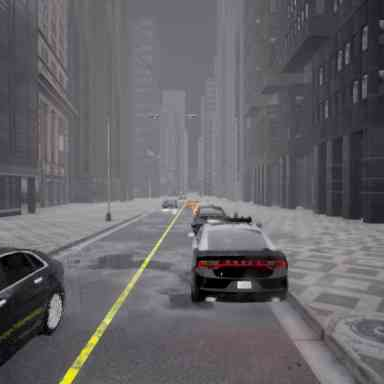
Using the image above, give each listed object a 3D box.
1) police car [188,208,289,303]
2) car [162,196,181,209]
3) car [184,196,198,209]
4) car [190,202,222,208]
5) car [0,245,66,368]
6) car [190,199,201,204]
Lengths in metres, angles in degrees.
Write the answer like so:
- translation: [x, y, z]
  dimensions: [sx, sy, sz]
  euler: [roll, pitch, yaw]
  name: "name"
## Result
- translation: [0.927, 1.425, 8.411]
  dimensions: [1.930, 1.638, 5.238]
  euler: [0, 0, 0]
  name: "police car"
- translation: [-2.938, 1.609, 45.484]
  dimensions: [1.994, 1.385, 4.181]
  euler: [0, 0, 0]
  name: "car"
- translation: [0.189, 1.525, 47.070]
  dimensions: [1.882, 1.535, 5.008]
  euler: [0, 0, 1]
  name: "car"
- translation: [0.962, 1.512, 18.302]
  dimensions: [1.837, 1.490, 4.892]
  euler: [0, 0, 0]
  name: "car"
- translation: [-3.090, 1.504, 3.908]
  dimensions: [1.837, 1.490, 4.892]
  euler: [0, 0, 0]
  name: "car"
- translation: [0.983, 1.493, 24.303]
  dimensions: [1.882, 1.535, 5.008]
  euler: [0, 0, 0]
  name: "car"
